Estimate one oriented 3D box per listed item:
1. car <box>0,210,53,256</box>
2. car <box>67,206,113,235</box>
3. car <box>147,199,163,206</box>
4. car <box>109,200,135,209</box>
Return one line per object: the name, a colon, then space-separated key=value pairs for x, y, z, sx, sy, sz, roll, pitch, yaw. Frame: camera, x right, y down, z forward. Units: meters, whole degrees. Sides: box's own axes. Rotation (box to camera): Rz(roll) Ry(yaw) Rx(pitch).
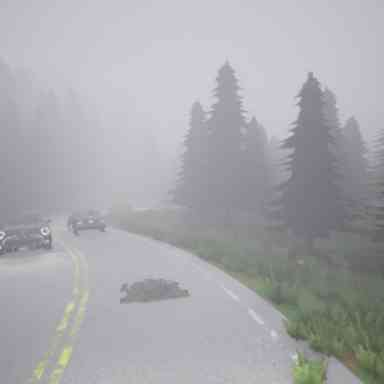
car: x=-7.518 y=1.675 z=15.054 sx=2.097 sy=1.767 sz=4.553 roll=-4 pitch=0 yaw=-24
car: x=-6.725 y=1.786 z=20.969 sx=2.033 sy=1.411 sz=5.357 roll=-3 pitch=0 yaw=-25
car: x=-5.663 y=2.006 z=57.283 sx=1.812 sy=1.442 sz=4.674 roll=2 pitch=1 yaw=39
car: x=-9.078 y=1.850 z=43.306 sx=2.097 sy=1.767 sz=4.553 roll=0 pitch=0 yaw=13
